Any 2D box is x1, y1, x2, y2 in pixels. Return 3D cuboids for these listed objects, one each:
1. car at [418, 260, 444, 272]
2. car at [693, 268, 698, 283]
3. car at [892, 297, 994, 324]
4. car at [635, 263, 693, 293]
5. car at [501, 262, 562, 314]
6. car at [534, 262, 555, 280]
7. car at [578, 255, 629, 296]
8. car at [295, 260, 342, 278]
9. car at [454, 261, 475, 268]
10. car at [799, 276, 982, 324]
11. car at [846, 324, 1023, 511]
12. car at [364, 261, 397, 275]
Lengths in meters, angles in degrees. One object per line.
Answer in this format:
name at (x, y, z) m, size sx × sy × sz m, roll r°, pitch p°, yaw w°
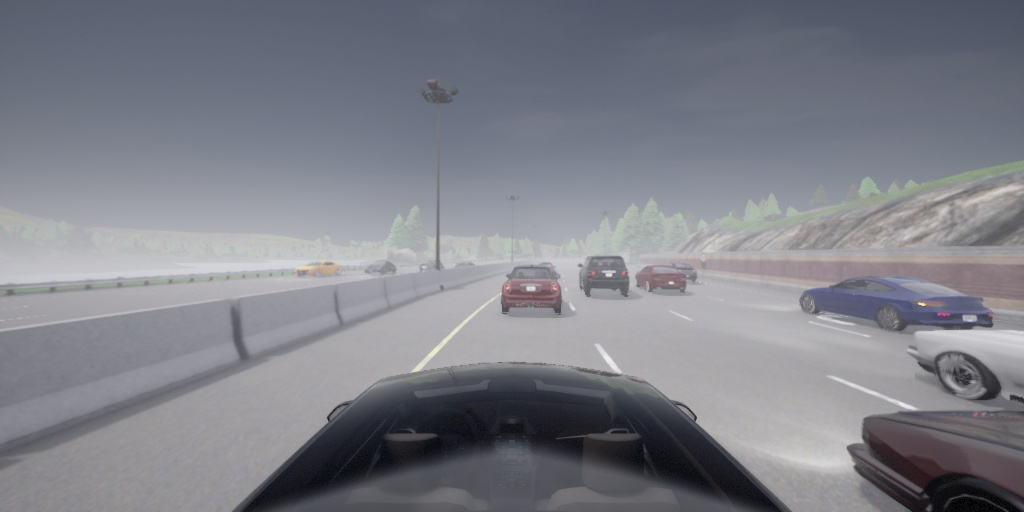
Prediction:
car at (-9.851, 1.228, 43.886) m, size 2.128 × 1.511 × 4.902 m, roll 0°, pitch 0°, yaw 8°
car at (13.078, 1.292, 28.583) m, size 2.128 × 1.511 × 4.902 m, roll 0°, pitch 0°, yaw 7°
car at (7.179, 1.373, 3.501) m, size 1.895 × 1.301 × 4.718 m, roll 0°, pitch 0°, yaw 1°
car at (8.635, 1.262, 21.244) m, size 1.882 × 1.535 × 5.008 m, roll 0°, pitch 0°, yaw 7°
car at (0.807, 1.109, 14.040) m, size 2.097 × 1.767 × 4.553 m, roll 0°, pitch 0°, yaw 5°
car at (3.037, 1.297, 32.849) m, size 1.812 × 1.442 × 4.674 m, roll 0°, pitch 0°, yaw 7°
car at (4.901, 0.993, 19.640) m, size 2.150 × 2.045 × 5.566 m, roll 0°, pitch 0°, yaw 7°
car at (-18.193, 1.185, 33.954) m, size 1.882 × 1.535 × 5.008 m, roll 0°, pitch 0°, yaw 7°
car at (-6.056, 1.313, 45.941) m, size 1.994 × 1.385 × 4.181 m, roll 0°, pitch 0°, yaw 8°
car at (11.056, 1.313, 10.819) m, size 1.812 × 1.442 × 4.674 m, roll 0°, pitch 0°, yaw 4°
car at (3.633, 1.308, 0.376) m, size 2.033 × 1.411 × 5.357 m, roll 0°, pitch 0°, yaw 0°
car at (-14.054, 1.247, 38.681) m, size 1.812 × 1.442 × 4.674 m, roll 0°, pitch 0°, yaw 7°
